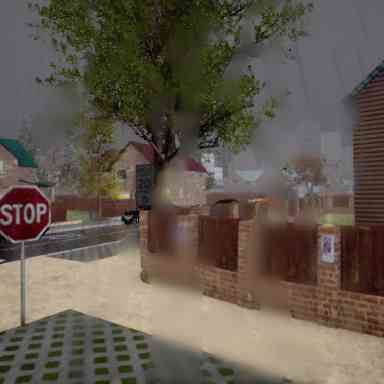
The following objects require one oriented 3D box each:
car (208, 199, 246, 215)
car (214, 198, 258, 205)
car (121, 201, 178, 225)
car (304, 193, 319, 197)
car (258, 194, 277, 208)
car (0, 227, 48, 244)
[{"bbox_3d":[3.516,1.413,32.799,1.895,1.301,4.718,-1,0,31],"label":"car"},{"bbox_3d":[3.326,1.300,26.867,1.837,1.490,4.892,-1,0,32],"label":"car"},{"bbox_3d":[-2.707,1.401,22.624,1.837,1.490,4.892,-1,0,31],"label":"car"},{"bbox_3d":[18.811,0.940,52.200,2.097,1.767,4.553,-1,0,31],"label":"car"},{"bbox_3d":[9.225,1.088,42.076,2.097,1.767,4.553,-1,0,32],"label":"car"},{"bbox_3d":[-8.288,1.570,13.124,1.895,1.301,4.718,-1,0,29],"label":"car"}]
